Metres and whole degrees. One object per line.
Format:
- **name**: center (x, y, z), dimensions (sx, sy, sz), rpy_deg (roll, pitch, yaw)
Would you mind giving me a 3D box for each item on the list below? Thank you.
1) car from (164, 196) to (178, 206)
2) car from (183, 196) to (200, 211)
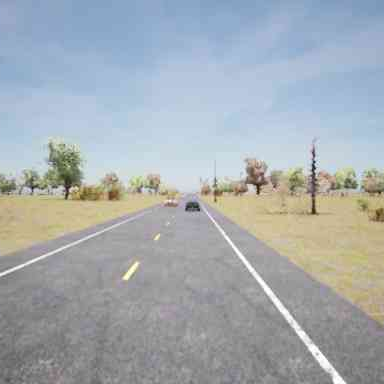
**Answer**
- **car**: center (-3.554, 1.510, 56.430), dimensions (2.097, 1.767, 4.553), rpy_deg (0, 0, 0)
- **car**: center (0.096, 1.629, 43.761), dimensions (1.837, 1.490, 4.892), rpy_deg (0, 0, 0)
